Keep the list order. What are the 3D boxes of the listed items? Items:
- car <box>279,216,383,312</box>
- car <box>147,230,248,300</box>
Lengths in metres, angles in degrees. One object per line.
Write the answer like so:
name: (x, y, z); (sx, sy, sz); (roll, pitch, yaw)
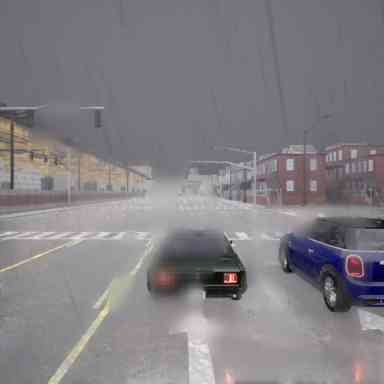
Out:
car: (3.599, 1.352, 7.861); (2.097, 1.767, 4.553); (0, 0, -1)
car: (0.100, 1.601, 8.317); (1.895, 1.301, 4.718); (0, 0, 0)
